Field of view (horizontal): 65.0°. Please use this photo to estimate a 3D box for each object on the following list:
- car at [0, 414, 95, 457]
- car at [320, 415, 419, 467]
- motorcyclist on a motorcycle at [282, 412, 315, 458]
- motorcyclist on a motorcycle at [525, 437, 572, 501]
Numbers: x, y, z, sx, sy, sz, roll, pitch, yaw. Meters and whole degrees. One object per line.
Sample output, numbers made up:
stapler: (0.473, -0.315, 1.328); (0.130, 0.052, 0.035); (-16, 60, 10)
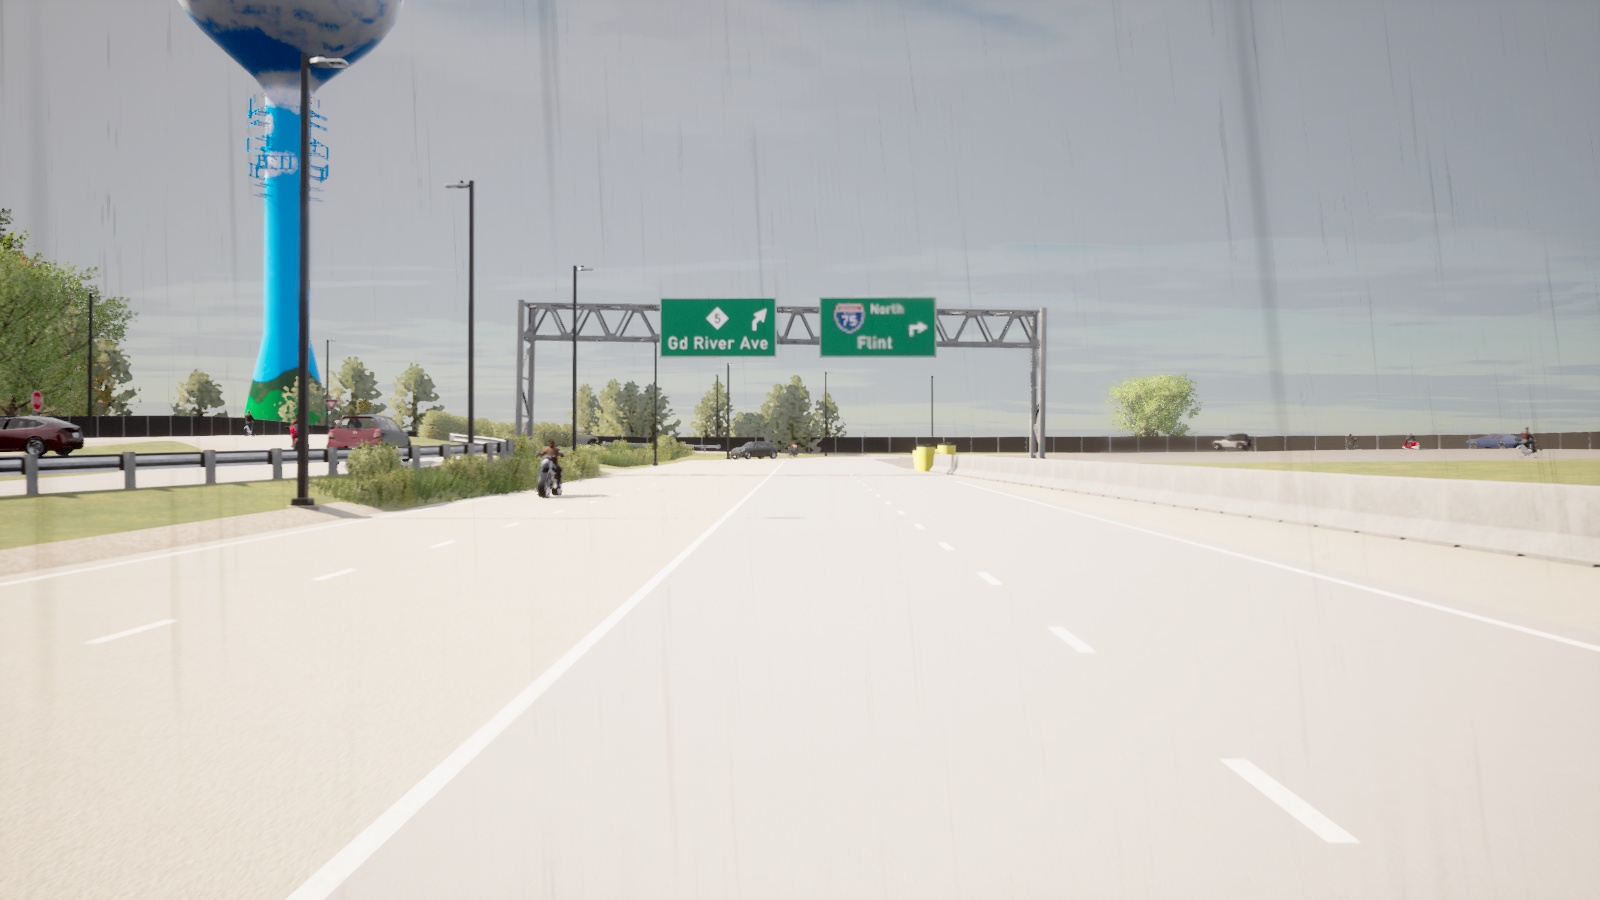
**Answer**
car: (-28.727, -0.542, 45.750); (4.792, 1.488, 2.163); (0, 3, -1)
car: (-13.097, -0.324, 38.397); (1.845, 1.501, 3.633); (0, 2, -2)
motorcyclist on a motorcycle: (-17.478, -0.541, 43.809); (0.797, 1.523, 2.044); (-1, 2, -15)
motorcyclist on a motorcycle: (-6.790, 0.485, 34.003); (0.766, 1.649, 2.350); (0, 1, 0)
